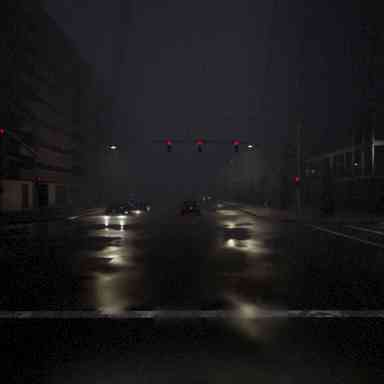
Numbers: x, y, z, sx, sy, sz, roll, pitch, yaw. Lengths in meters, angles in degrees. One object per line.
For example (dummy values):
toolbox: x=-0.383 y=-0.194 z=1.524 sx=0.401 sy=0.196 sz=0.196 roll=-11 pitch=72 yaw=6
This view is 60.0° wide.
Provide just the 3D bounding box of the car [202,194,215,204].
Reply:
car: x=3.419 y=1.491 z=64.627 sx=2.128 sy=1.511 sz=4.902 roll=0 pitch=0 yaw=1

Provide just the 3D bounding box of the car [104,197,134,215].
car: x=-7.488 y=1.526 z=34.132 sx=1.812 sy=1.442 sz=4.674 roll=0 pitch=0 yaw=0

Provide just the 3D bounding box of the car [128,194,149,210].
car: x=-7.480 y=1.221 z=44.042 sx=2.150 sy=2.045 sz=5.566 roll=0 pitch=0 yaw=1

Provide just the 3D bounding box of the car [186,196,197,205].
car: x=-0.101 y=1.547 z=62.006 sx=2.033 sy=1.411 sz=5.357 roll=0 pitch=0 yaw=1

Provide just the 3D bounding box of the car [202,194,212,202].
car: x=3.418 y=1.355 z=74.492 sx=2.097 sy=1.767 sz=4.553 roll=0 pitch=0 yaw=1

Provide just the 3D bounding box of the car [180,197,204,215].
car: x=-0.190 y=1.547 z=33.676 sx=2.033 sy=1.411 sz=5.357 roll=0 pitch=0 yaw=-2

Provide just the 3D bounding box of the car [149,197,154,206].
car: x=-7.375 y=1.547 z=54.506 sx=2.033 sy=1.411 sz=5.357 roll=0 pitch=0 yaw=1
